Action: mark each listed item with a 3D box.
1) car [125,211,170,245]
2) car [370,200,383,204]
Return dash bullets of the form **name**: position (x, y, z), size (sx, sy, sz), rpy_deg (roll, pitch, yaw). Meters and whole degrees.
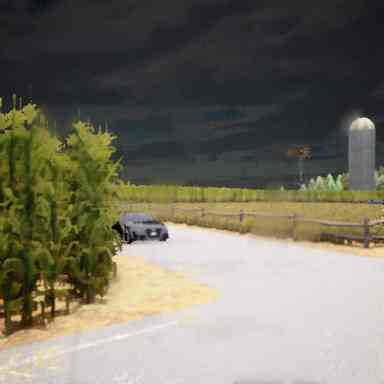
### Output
- **car**: position (-2.815, 1.648, 16.240), size (1.994, 1.385, 4.181), rpy_deg (1, 0, -35)
- **car**: position (39.010, 2.340, 67.851), size (1.882, 1.535, 5.008), rpy_deg (1, -1, -39)
